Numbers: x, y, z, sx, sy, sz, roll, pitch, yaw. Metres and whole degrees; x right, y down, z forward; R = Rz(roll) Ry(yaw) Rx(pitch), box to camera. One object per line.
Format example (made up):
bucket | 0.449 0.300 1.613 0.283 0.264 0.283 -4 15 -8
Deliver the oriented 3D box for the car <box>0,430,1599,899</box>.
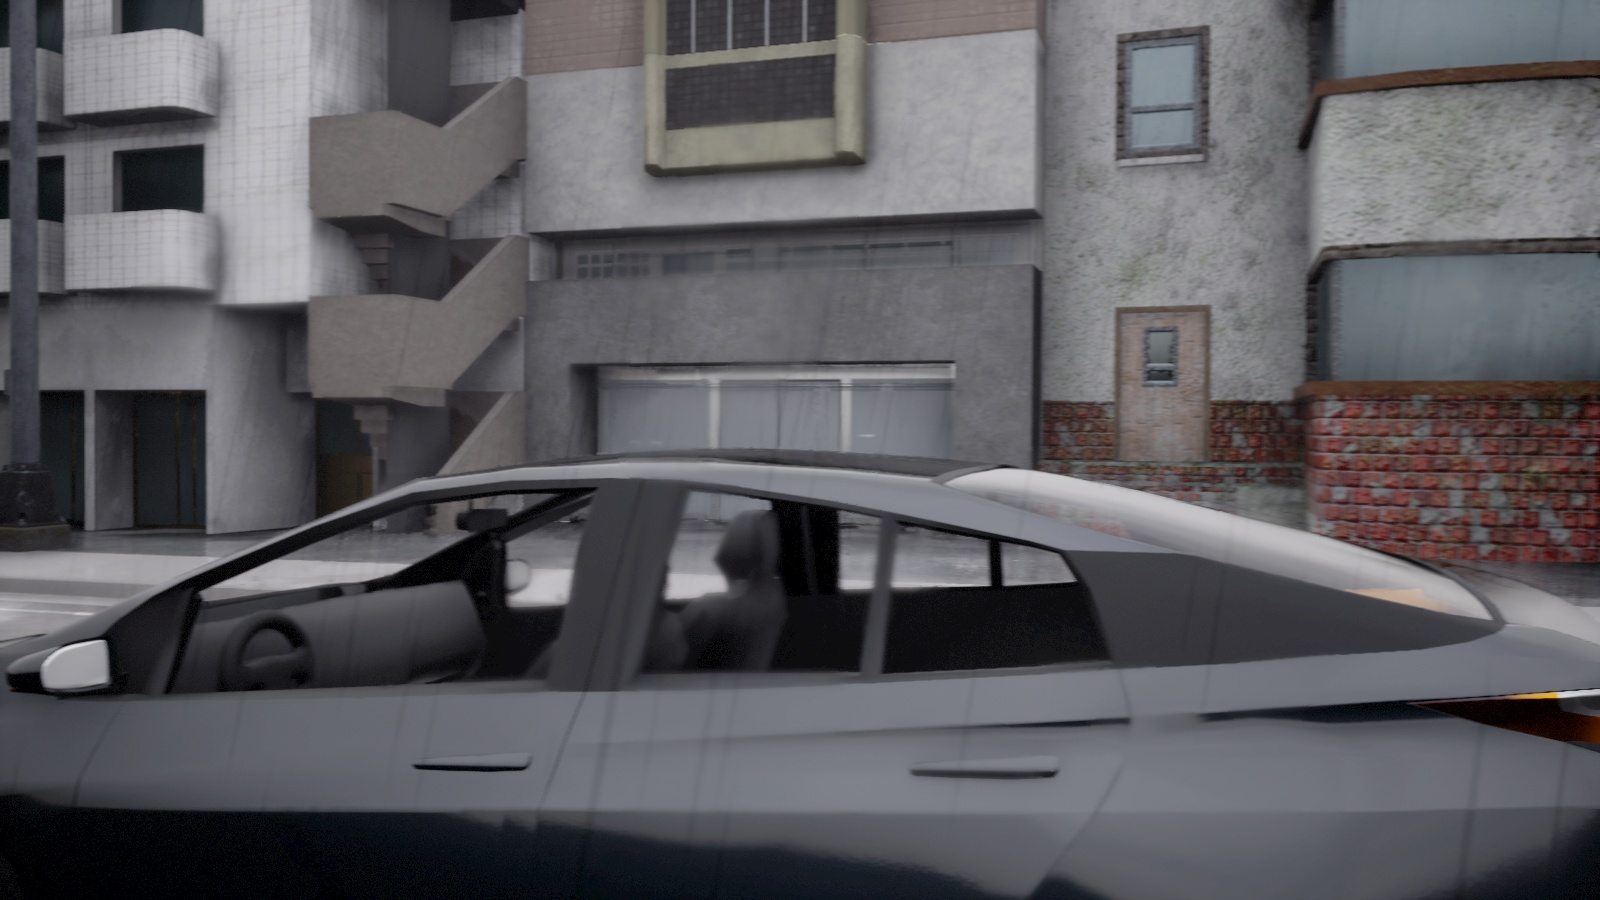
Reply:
car | -0.503 0.717 3.363 4.514 1.525 2.007 1 1 19
